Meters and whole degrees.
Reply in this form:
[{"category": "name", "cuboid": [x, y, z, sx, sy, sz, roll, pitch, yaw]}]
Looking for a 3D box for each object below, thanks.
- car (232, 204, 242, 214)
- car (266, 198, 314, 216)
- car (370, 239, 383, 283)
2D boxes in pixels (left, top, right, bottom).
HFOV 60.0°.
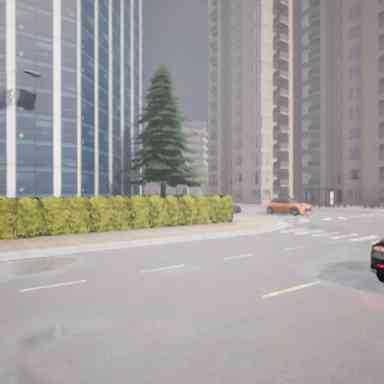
[{"category": "car", "cuboid": [3.302, 1.580, 34.852, 1.994, 1.385, 4.181, 0, 0, -35]}, {"category": "car", "cuboid": [9.433, 1.366, 32.249, 2.097, 1.767, 4.553, 0, 0, -35]}, {"category": "car", "cuboid": [6.350, 1.475, 8.270, 4.902, 1.511, 2.128, 0, 0, -35]}]
